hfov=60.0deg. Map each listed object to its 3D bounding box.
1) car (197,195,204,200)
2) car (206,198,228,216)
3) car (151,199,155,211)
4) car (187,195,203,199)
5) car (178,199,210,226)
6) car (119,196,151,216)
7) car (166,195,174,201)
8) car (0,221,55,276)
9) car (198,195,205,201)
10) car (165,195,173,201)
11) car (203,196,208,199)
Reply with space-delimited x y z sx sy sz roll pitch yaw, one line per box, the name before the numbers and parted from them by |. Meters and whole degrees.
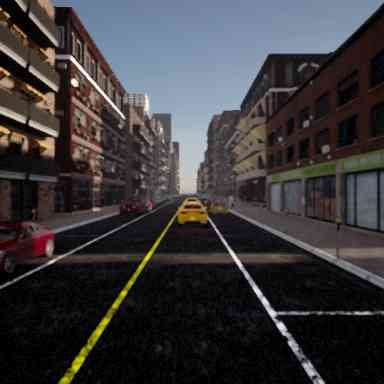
car | 2.443 1.577 94.908 1.947 1.339 4.313 0 0 0
car | 2.609 1.531 33.080 1.752 1.417 4.829 0 0 0
car | -5.786 1.456 38.527 1.967 1.590 4.097 0 0 0
car | -0.006 1.487 41.063 1.882 1.535 5.008 0 0 0
car | 0.040 1.484 23.411 1.882 1.535 5.008 0 0 0
car | -5.770 1.330 32.891 2.192 1.841 5.009 0 0 0
car | -5.923 1.571 89.253 2.008 1.369 4.403 0 0 0
car | -5.711 1.591 10.346 1.802 1.307 4.206 0 0 0
car | 2.458 1.537 89.441 1.752 1.417 4.829 0 0 0
car | -5.907 1.571 83.616 2.008 1.369 4.403 0 0 0
car | 2.579 1.553 44.182 1.887 1.381 4.507 0 0 0
